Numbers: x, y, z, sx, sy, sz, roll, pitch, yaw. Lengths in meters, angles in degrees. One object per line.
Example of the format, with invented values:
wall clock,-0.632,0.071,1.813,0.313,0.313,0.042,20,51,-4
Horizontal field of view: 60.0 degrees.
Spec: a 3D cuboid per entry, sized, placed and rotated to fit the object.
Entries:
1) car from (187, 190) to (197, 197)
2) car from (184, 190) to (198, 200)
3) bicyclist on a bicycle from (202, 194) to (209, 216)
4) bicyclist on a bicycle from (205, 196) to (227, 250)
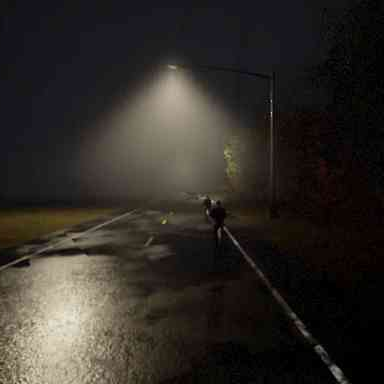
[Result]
car,0.006,0.309,73.773,2.128,1.511,4.902,0,1,0
car,0.105,0.673,56.238,1.895,1.301,4.718,0,1,0
bicyclist on a bicycle,0.965,1.018,21.264,0.659,1.776,1.843,0,1,0
bicyclist on a bicycle,0.964,1.166,12.266,0.659,1.776,1.843,0,1,0
